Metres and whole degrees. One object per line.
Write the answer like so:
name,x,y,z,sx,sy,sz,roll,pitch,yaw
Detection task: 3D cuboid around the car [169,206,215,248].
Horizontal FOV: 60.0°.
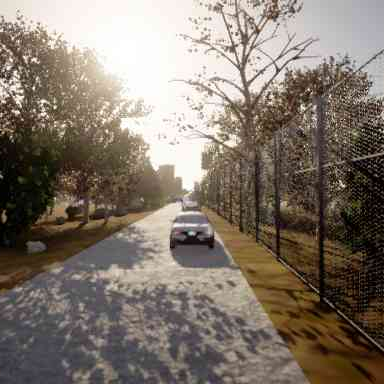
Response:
car,-0.008,1.564,14.652,2.033,1.411,5.357,0,0,0

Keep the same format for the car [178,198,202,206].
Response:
car,-0.048,1.537,29.656,1.812,1.442,4.674,0,0,0

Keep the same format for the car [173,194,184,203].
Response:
car,-3.123,1.528,75.931,2.150,2.045,5.566,0,-1,-1
